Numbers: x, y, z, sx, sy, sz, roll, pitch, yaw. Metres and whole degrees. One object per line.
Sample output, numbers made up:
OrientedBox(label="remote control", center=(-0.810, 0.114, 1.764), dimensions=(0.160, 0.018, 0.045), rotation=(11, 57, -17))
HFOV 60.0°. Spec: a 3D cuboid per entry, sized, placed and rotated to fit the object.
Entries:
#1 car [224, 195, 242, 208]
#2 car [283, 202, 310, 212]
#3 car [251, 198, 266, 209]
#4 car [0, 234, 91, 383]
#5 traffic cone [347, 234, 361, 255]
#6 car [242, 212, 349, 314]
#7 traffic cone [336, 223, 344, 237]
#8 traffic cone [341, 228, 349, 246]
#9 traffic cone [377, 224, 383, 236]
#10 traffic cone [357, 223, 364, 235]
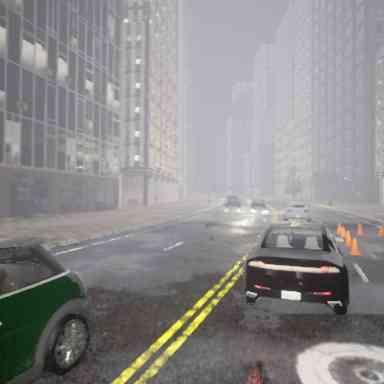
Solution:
OrientedBox(label="car", center=(5.434, 1.196, 44.027), dimensions=(2.097, 1.767, 4.553), rotation=(0, 0, 11))
OrientedBox(label="car", center=(7.938, 1.453, 25.250), dimensions=(1.812, 1.442, 4.674), rotation=(0, 0, 15))
OrientedBox(label="car", center=(8.487, 1.468, 42.625), dimensions=(1.895, 1.301, 4.718), rotation=(0, 0, 11))
OrientedBox(label="car", center=(-3.012, 1.334, 2.950), dimensions=(2.097, 1.767, 4.553), rotation=(0, 0, 21))
OrientedBox(label="traffic cone", center=(5.861, 1.926, 11.962), dimensions=(0.340, 0.580, 0.340), rotation=(0, 0, 19))
OrientedBox(label="car", center=(2.440, 1.468, 7.706), dimensions=(2.128, 1.511, 4.902), rotation=(0, 0, 20))
OrientedBox(label="traffic cone", center=(7.154, 1.916, 15.747), dimensions=(0.340, 0.580, 0.340), rotation=(0, 0, 19))
OrientedBox(label="traffic cone", center=(6.507, 1.921, 13.854), dimensions=(0.340, 0.580, 0.340), rotation=(0, 0, 19))
OrientedBox(label="traffic cone", center=(9.693, 1.921, 16.993), dimensions=(0.340, 0.580, 0.340), rotation=(0, 0, 19))
OrientedBox(label="traffic cone", center=(8.747, 1.916, 17.316), dimensions=(0.340, 0.580, 0.340), rotation=(0, 0, 19))
